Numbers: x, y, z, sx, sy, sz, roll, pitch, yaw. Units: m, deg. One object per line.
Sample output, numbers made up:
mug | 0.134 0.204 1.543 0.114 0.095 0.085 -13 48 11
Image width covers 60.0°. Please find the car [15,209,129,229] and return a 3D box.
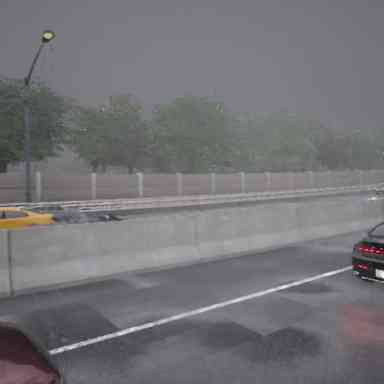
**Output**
car | -4.419 1.528 13.734 4.718 1.301 1.895 -1 1 -35

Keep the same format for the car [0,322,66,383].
car | -3.194 1.451 1.590 4.856 1.649 2.033 -1 0 -35

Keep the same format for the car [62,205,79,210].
car | -8.882 1.428 19.148 4.902 1.511 2.128 -1 1 -35

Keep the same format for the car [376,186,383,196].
car | 26.383 -0.263 44.252 5.008 1.535 1.882 -3 2 -35

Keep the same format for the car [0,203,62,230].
car | -8.814 1.455 14.899 5.008 1.535 1.882 -1 1 -35

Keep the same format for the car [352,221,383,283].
car | 5.753 1.320 7.971 4.892 1.490 1.837 -2 1 -35
